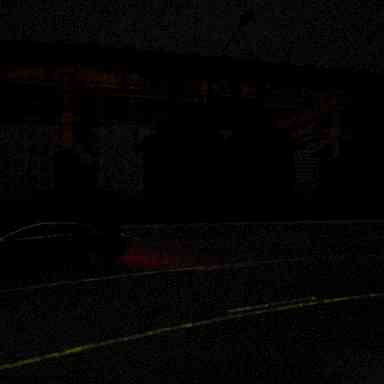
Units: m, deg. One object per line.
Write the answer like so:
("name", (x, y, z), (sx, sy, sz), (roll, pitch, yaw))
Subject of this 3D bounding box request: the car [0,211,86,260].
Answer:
("car", (-6.443, 1.525, 12.063), (4.674, 1.442, 1.812), (0, 0, -30))

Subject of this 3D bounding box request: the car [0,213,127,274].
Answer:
("car", (-4.285, 1.491, 9.322), (4.902, 1.511, 2.128), (0, 0, -29))
